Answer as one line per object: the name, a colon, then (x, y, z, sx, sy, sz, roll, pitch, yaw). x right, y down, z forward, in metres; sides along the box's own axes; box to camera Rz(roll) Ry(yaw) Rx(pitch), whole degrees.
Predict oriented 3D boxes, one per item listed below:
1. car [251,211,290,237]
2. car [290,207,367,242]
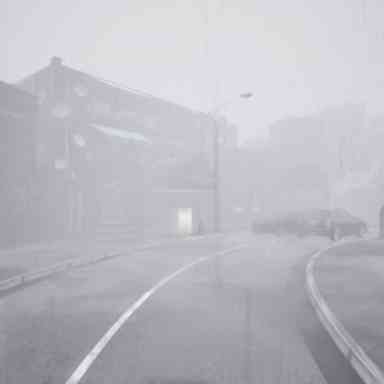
car: (5.901, 1.911, 20.953, 5.008, 1.535, 1.882, 1, -3, -35)
car: (7.795, 1.686, 18.394, 4.553, 1.767, 2.097, 2, -3, -41)
